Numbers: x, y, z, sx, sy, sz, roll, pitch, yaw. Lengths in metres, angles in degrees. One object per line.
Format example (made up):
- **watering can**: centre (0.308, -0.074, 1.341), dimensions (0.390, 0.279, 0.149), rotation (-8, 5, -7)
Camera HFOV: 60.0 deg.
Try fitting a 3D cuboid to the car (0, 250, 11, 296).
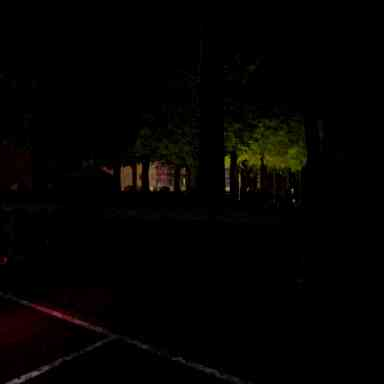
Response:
- **car**: centre (-5.846, 1.473, 7.120), dimensions (5.008, 1.535, 1.882), rotation (0, 0, 36)
